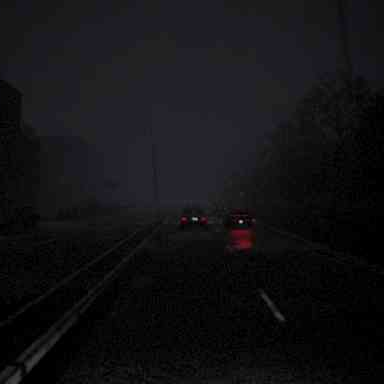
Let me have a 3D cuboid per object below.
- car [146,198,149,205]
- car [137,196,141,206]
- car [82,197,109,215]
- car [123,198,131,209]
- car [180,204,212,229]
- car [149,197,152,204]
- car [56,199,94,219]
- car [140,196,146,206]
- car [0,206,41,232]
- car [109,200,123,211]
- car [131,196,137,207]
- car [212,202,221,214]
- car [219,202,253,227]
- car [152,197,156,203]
[{"bbox_3d":[-11.986,2.279,77.195,2.231,1.521,4.892,0,-1,0],"label":"car"},{"bbox_3d":[-11.935,2.148,65.829,1.946,1.575,5.366,0,-1,0],"label":"car"},{"bbox_3d":[-11.819,1.595,38.491,2.435,2.045,5.566,0,-1,0],"label":"car"},{"bbox_3d":[-11.889,2.025,54.780,1.946,1.575,5.366,0,-1,0],"label":"car"},{"bbox_3d":[0.097,1.809,23.824,2.033,1.411,5.357,0,-1,0],"label":"car"},{"bbox_3d":[-12.007,2.340,82.721,2.231,1.521,4.892,0,-1,0],"label":"car"},{"bbox_3d":[-11.796,1.786,32.998,2.231,1.521,4.892,0,-1,0],"label":"car"},{"bbox_3d":[-11.960,1.963,71.514,2.435,2.045,5.566,0,-1,0],"label":"car"},{"bbox_3d":[-11.752,1.691,21.911,2.163,1.488,4.792,0,-1,0],"label":"car"},{"bbox_3d":[-11.915,1.952,47.908,2.231,1.521,4.892,0,-1,0],"label":"car"},{"bbox_3d":[-11.913,1.966,60.523,2.185,1.767,4.553,0,-1,0],"label":"car"},{"bbox_3d":[3.354,2.006,41.786,2.033,1.411,5.357,0,-1,0],"label":"car"},{"bbox_3d":[3.354,1.784,25.188,1.837,1.490,4.892,0,0,0],"label":"car"},{"bbox_3d":[-12.055,2.457,93.578,1.946,1.575,5.366,0,-1,0],"label":"car"}]
